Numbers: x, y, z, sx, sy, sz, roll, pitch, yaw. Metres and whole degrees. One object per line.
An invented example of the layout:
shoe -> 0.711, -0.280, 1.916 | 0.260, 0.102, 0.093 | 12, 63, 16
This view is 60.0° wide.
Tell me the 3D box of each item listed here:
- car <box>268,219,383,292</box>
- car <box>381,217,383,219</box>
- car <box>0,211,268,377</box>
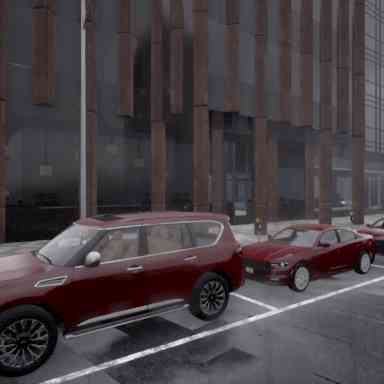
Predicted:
car -> 3.145, 1.544, 8.916 | 4.507, 1.381, 1.887 | 0, 0, -36
car -> 7.579, 1.545, 12.097 | 4.507, 1.381, 1.887 | 0, 0, -36
car -> -1.290, 1.315, 5.735 | 5.009, 1.841, 2.192 | 0, 0, -36
